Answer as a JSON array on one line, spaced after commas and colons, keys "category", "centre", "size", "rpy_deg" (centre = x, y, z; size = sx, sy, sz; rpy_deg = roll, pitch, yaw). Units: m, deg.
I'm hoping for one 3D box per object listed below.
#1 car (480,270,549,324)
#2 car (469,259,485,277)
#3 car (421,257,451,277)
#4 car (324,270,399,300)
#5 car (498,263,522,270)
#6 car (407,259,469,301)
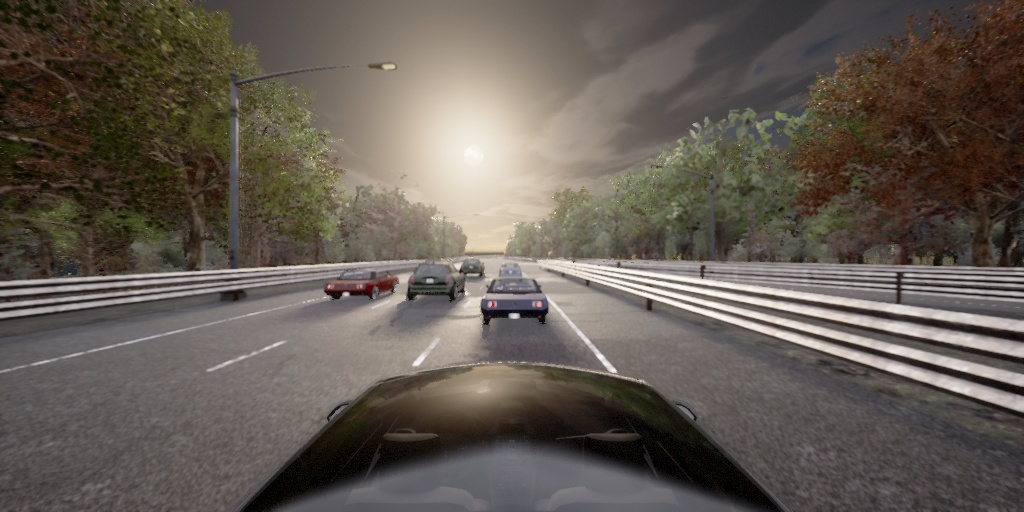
[{"category": "car", "centre": [0.060, 1.323, 11.873], "size": [1.895, 1.301, 4.718], "rpy_deg": [0, 0, 0]}, {"category": "car", "centre": [-3.769, 1.024, 34.750], "size": [2.097, 1.767, 4.553], "rpy_deg": [0, 0, -1]}, {"category": "car", "centre": [-7.269, 1.025, 34.764], "size": [2.097, 1.767, 4.553], "rpy_deg": [0, 0, -1]}, {"category": "car", "centre": [-6.986, 1.312, 17.271], "size": [1.895, 1.301, 4.718], "rpy_deg": [0, 0, -1]}, {"category": "car", "centre": [-0.145, 1.230, 28.846], "size": [2.033, 1.411, 5.357], "rpy_deg": [0, 0, -1]}, {"category": "car", "centre": [-3.490, 1.062, 17.282], "size": [2.097, 1.767, 4.553], "rpy_deg": [0, 0, -1]}]
